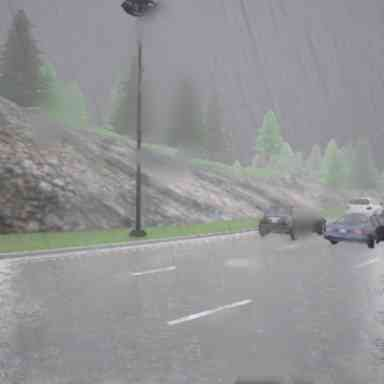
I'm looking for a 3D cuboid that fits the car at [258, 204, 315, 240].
[{"bbox_3d":[5.592,1.500,18.176,2.097,1.767,4.553,0,-1,44],"label":"car"}]

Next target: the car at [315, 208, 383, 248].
[{"bbox_3d":[8.036,1.700,15.663,2.033,1.411,5.357,0,0,44],"label":"car"}]

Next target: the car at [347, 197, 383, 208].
[{"bbox_3d":[15.451,1.507,29.582,2.150,2.045,5.566,0,0,40],"label":"car"}]
